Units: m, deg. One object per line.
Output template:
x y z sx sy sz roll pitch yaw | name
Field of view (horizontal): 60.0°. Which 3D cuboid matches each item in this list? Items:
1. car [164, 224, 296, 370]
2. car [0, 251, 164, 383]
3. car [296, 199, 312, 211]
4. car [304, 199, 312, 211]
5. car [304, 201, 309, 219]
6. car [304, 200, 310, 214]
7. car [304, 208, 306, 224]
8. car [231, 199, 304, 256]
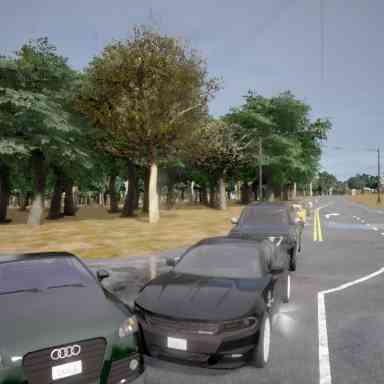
0.727 1.613 6.288 1.882 1.535 5.008 -1 -2 21 | car
-2.317 1.643 4.986 1.994 1.385 4.181 2 -2 -33 | car
15.525 1.757 45.888 1.812 1.442 4.674 -1 0 23 | car
11.272 1.563 34.979 2.097 1.767 4.553 -1 0 21 | car
7.200 1.664 24.095 1.882 1.535 5.008 -1 0 20 | car
9.252 1.725 29.602 1.812 1.442 4.674 -1 0 20 | car
5.059 1.775 18.338 1.895 1.301 4.718 -1 0 21 | car
2.840 1.460 12.431 2.150 2.045 5.566 -2 0 20 | car
